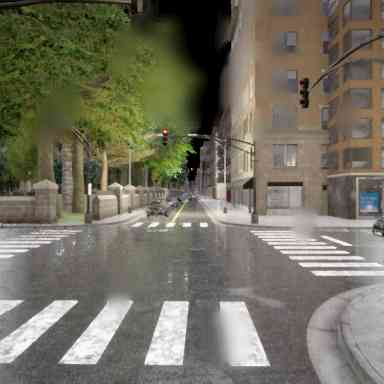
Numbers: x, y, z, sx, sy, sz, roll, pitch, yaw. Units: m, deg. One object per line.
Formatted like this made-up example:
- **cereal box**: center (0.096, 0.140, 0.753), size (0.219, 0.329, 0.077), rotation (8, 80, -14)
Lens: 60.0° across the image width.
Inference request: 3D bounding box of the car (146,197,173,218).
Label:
- **car**: center (-3.030, 1.483, 30.586), size (1.837, 1.490, 4.892), rotation (0, 0, 0)

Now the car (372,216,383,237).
- **car**: center (11.004, 1.366, 15.548), size (4.553, 1.767, 2.097), rotation (0, 0, 0)

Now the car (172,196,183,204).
- **car**: center (-2.848, 1.564, 64.927), size (1.895, 1.301, 4.718), rotation (0, 0, 0)

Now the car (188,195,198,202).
- **car**: center (0.205, 1.424, 70.737), size (1.812, 1.442, 4.674), rotation (0, 0, 0)

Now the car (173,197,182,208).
- **car**: center (-2.982, 1.439, 47.521), size (2.128, 1.511, 4.902), rotation (0, 0, 0)
